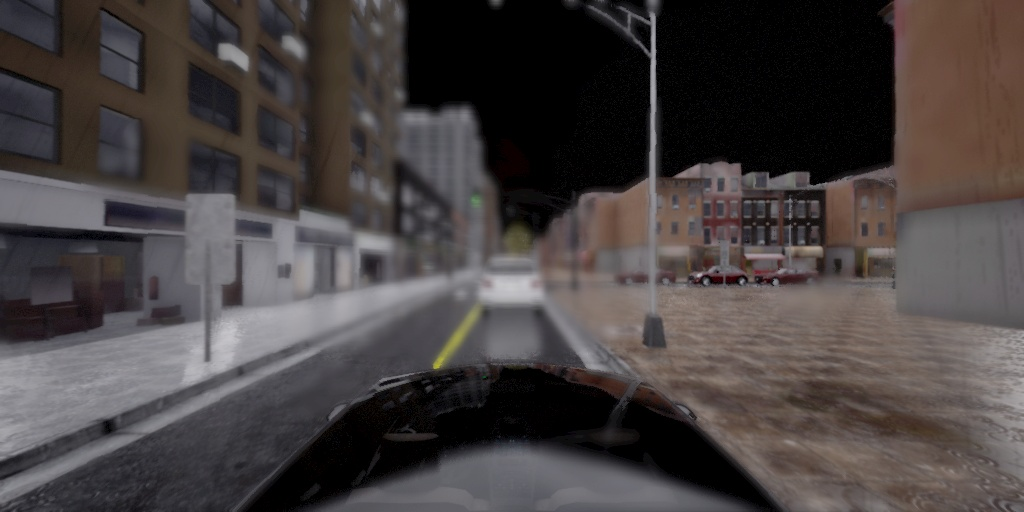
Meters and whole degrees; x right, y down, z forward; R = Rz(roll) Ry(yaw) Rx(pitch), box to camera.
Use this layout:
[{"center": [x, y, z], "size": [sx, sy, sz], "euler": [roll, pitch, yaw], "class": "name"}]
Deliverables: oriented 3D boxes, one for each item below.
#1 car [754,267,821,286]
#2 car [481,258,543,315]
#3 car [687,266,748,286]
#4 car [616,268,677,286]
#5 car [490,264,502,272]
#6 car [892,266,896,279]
[{"center": [21.311, 1.577, 27.845], "size": [4.507, 1.381, 1.888], "euler": [0, 0, 0], "class": "car"}, {"center": [0.017, 1.115, 14.442], "size": [2.150, 2.045, 5.566], "euler": [0, 0, 0], "class": "car"}, {"center": [15.846, 1.477, 27.854], "size": [4.097, 1.591, 1.967], "euler": [0, 0, 0], "class": "car"}, {"center": [10.382, 1.588, 27.861], "size": [4.507, 1.381, 1.888], "euler": [0, 0, 0], "class": "car"}, {"center": [-2.759, 2.099, 63.519], "size": [1.812, 1.442, 4.674], "euler": [0, -1, 1], "class": "car"}, {"center": [33.154, 1.246, 27.948], "size": [5.566, 2.045, 2.150], "euler": [0, -1, 0], "class": "car"}]
